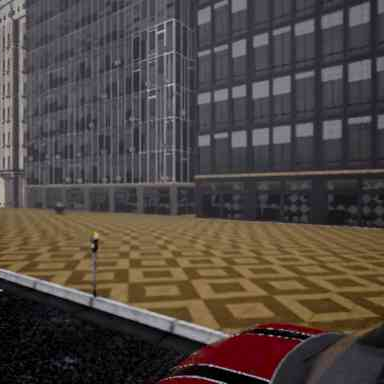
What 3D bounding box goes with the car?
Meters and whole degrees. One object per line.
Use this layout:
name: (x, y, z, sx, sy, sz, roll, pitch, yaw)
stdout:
car: (1.501, 1.442, 1.808, 4.097, 1.590, 1.967, 0, 0, 36)
